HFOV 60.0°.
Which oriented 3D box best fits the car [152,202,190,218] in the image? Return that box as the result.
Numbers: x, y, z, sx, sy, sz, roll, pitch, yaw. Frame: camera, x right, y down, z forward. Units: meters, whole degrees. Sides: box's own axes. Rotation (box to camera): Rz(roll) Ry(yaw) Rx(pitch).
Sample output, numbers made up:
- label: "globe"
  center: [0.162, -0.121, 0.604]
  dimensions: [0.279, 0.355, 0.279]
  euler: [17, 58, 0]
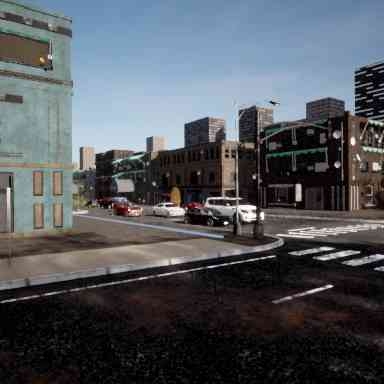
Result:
- label: "car"
  center: [-2.537, 1.862, 34.646]
  dimensions: [1.812, 1.442, 4.674]
  euler: [-1, 0, -35]

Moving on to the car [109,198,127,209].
- label: "car"
  center: [-8.581, 1.931, 43.118]
  dimensions: [1.882, 1.535, 5.008]
  euler: [-1, 0, -35]

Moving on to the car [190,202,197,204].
- label: "car"
  center: [-0.070, 1.904, 41.133]
  dimensions: [1.802, 1.307, 4.206]
  euler: [-2, 0, -36]

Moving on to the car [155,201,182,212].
- label: "car"
  center: [-3.288, 1.966, 45.635]
  dimensions: [1.802, 1.307, 4.206]
  euler: [-2, 0, -36]

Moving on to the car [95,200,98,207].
- label: "car"
  center: [-16.171, 1.940, 63.646]
  dimensions: [2.192, 1.841, 5.009]
  euler: [-1, 0, -36]

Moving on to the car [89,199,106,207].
- label: "car"
  center: [-19.384, 2.228, 68.149]
  dimensions: [1.887, 1.381, 4.507]
  euler: [-1, 0, -36]

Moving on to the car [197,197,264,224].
- label: "car"
  center: [3.165, 1.445, 26.662]
  dimensions: [2.150, 2.045, 5.566]
  euler: [-1, 0, -35]

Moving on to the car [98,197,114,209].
- label: "car"
  center: [-13.421, 2.066, 55.370]
  dimensions: [1.837, 1.490, 4.892]
  euler: [-1, 0, -36]

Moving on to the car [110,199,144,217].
- label: "car"
  center: [-6.889, 1.846, 36.257]
  dimensions: [1.967, 1.590, 4.097]
  euler: [-1, 0, -36]

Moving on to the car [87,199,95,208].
- label: "car"
  center: [-19.196, 2.159, 63.450]
  dimensions: [2.128, 1.511, 4.902]
  euler: [-1, 0, -36]

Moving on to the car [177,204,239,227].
- label: "car"
  center: [1.085, 1.814, 24.898]
  dimensions: [1.947, 1.339, 4.313]
  euler: [-2, 0, -36]

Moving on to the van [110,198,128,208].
- label: "van"
  center: [-12.951, 1.907, 59.143]
  dimensions: [1.690, 1.788, 3.998]
  euler: [-1, 0, -36]
